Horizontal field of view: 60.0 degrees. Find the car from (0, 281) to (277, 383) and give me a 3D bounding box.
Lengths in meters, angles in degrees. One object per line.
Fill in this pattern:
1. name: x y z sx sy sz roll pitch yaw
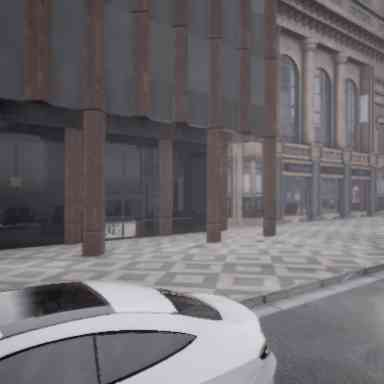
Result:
1. car: -1.351 1.524 2.409 4.674 1.442 1.812 0 0 -36
